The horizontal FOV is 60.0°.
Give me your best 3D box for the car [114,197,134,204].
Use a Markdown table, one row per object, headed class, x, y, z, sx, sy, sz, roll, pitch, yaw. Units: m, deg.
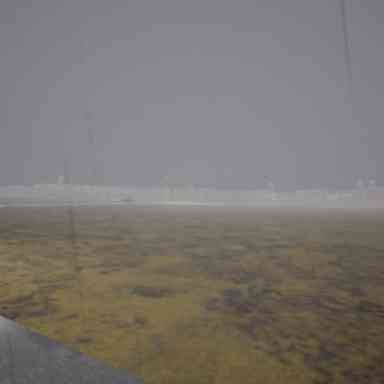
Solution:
| class | x | y | z | sx | sy | sz | roll | pitch | yaw |
| --- | --- | --- | --- | --- | --- | --- | --- | --- | --- |
| car | -14.574 | 1.753 | 71.749 | 1.837 | 1.490 | 4.892 | 0 | -1 | 35 |
